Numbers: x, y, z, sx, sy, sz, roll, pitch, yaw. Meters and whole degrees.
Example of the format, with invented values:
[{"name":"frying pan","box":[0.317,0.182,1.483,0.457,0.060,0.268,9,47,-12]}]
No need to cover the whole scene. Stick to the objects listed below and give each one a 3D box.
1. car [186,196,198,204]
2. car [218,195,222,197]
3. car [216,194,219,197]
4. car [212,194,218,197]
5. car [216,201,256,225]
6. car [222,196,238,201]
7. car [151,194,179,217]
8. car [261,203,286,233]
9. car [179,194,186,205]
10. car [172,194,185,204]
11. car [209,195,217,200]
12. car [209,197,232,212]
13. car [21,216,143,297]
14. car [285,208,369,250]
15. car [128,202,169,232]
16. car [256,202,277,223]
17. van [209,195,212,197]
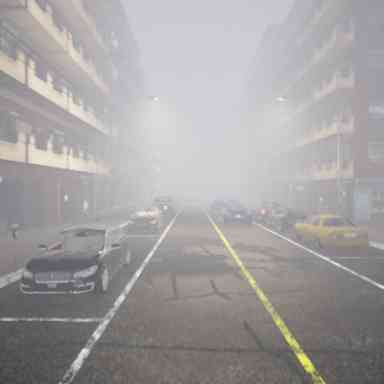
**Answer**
[{"name":"car","box":[0.106,1.571,64.290,1.994,1.385,4.181,0,0,0]},{"name":"car","box":[5.767,1.564,53.335,2.008,1.369,4.403,-1,0,0]},{"name":"car","box":[5.777,1.539,59.106,1.752,1.417,4.829,-1,0,0]},{"name":"car","box":[5.794,1.456,70.141,1.967,1.590,4.097,-1,0,0]},{"name":"car","box":[3.072,1.570,23.970,1.994,1.385,4.181,0,0,0]},{"name":"car","box":[5.758,1.578,47.732,1.947,1.339,4.313,-1,0,0]},{"name":"car","box":[-2.654,1.313,30.969,2.192,1.841,5.009,-1,0,0]},{"name":"car","box":[5.710,1.575,19.722,1.947,1.339,4.313,-1,0,0]},{"name":"car","box":[-2.603,1.552,58.979,2.008,1.369,4.403,-1,0,0]},{"name":"car","box":[-2.597,1.318,64.582,2.192,1.841,5.009,-1,0,0]},{"name":"car","box":[5.833,1.567,92.548,1.887,1.381,4.507,-1,0,0]},{"name":"car","box":[3.116,1.572,38.268,1.994,1.385,4.181,0,0,1]},{"name":"car","box":[-2.688,1.547,8.561,2.008,1.369,4.403,-1,0,0]},{"name":"car","box":[5.701,1.534,14.290,1.752,1.417,4.829,-1,0,0]},{"name":"car","box":[-2.670,1.548,19.765,2.008,1.369,4.403,-1,0,0]},{"name":"car","box":[5.718,1.450,25.324,1.967,1.590,4.097,-1,0,0]},{"name":"van","box":[5.812,1.360,81.344,1.690,1.788,3.998,-1,0,0]}]
